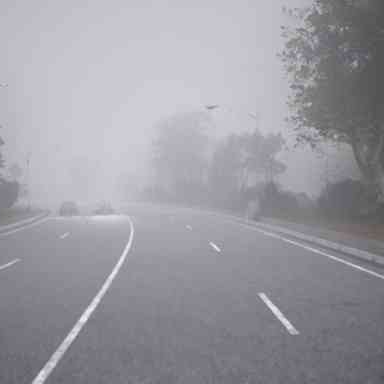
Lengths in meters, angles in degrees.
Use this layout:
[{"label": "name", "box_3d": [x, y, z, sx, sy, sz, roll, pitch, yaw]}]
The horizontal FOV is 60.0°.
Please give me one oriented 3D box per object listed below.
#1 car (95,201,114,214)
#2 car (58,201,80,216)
[{"label": "car", "box_3d": [-9.574, 1.692, 36.228, 1.895, 1.301, 4.718, -1, 0, -18]}, {"label": "car", "box_3d": [-12.799, 1.677, 34.800, 1.837, 1.490, 4.892, -1, -1, -18]}]
